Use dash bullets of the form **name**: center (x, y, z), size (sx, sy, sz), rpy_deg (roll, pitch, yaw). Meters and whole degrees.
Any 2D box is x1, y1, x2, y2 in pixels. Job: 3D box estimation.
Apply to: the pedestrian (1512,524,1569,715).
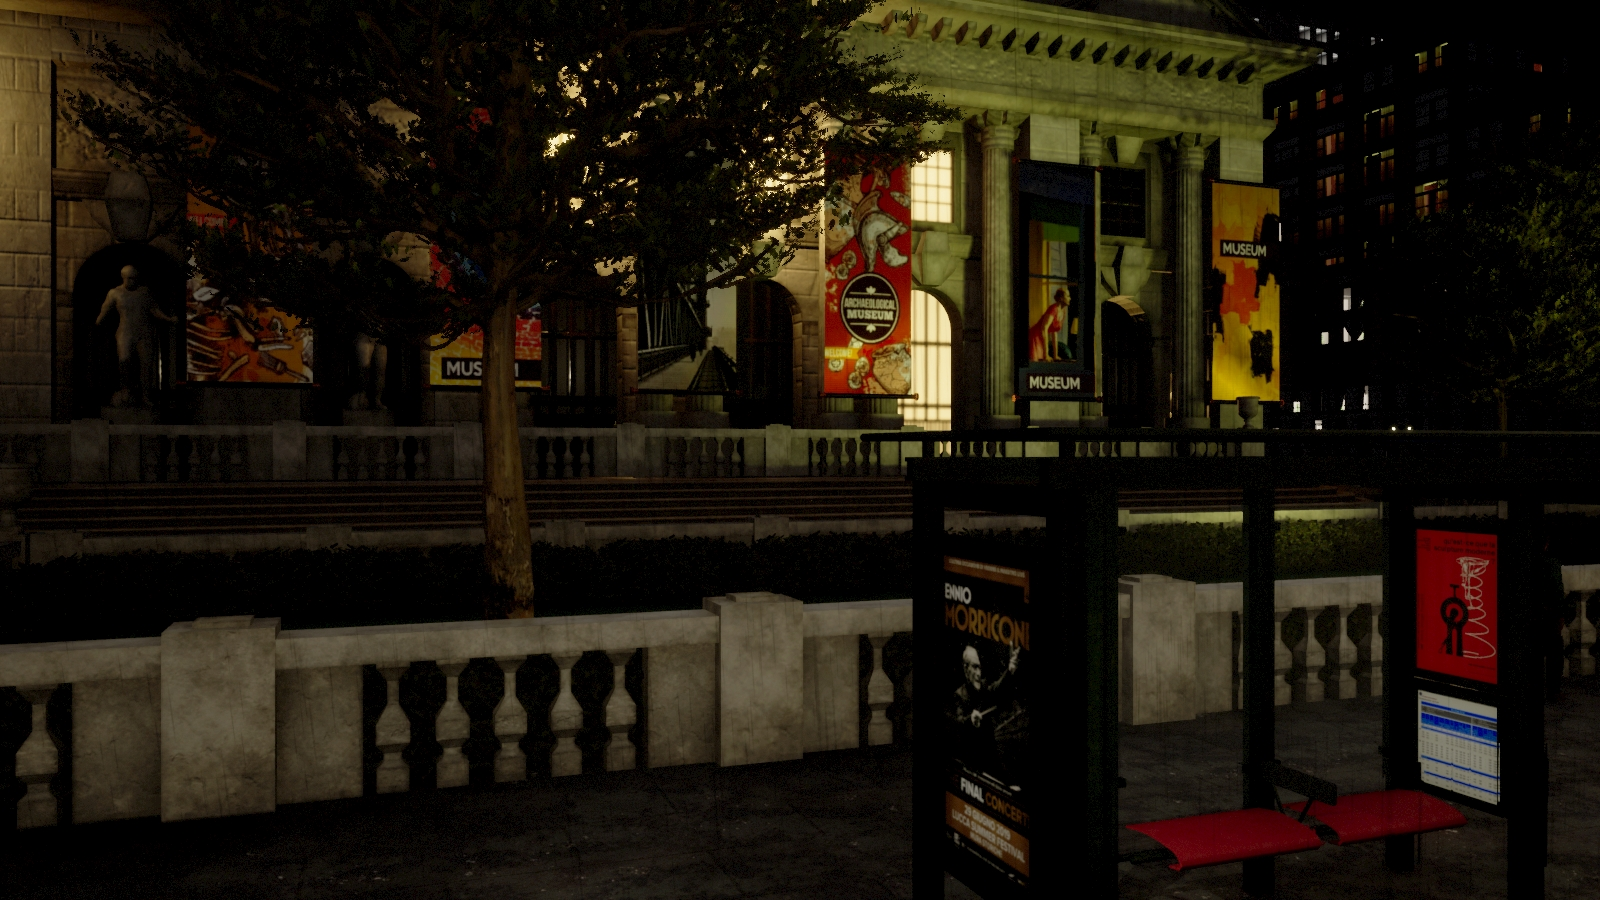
- **pedestrian**: center (7.521, 1.698, 11.607), size (0.375, 1.860, 0.375), rpy_deg (0, 0, -34)
